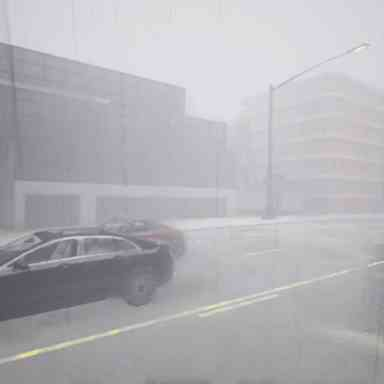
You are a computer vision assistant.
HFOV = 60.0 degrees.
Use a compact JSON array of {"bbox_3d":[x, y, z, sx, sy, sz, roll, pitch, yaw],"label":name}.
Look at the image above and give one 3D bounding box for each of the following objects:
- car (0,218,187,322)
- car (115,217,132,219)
[{"bbox_3d":[-2.638,1.488,6.398,4.902,1.511,2.128,0,0,-35],"label":"car"},{"bbox_3d":[-2.233,1.551,10.980,4.181,1.385,1.994,0,0,-35],"label":"car"}]
